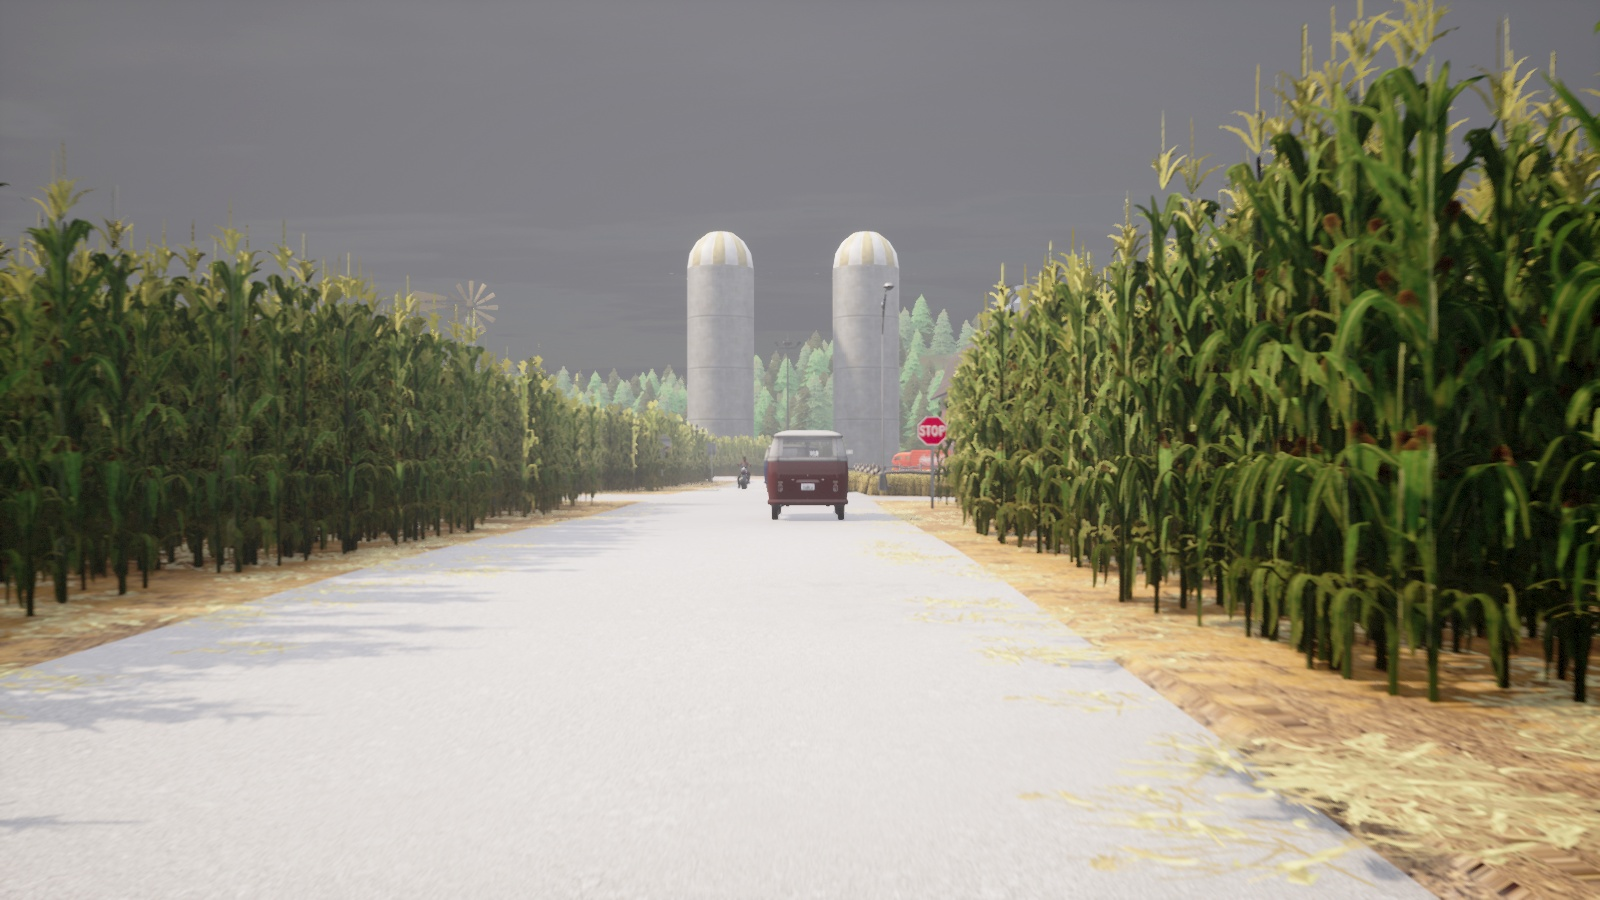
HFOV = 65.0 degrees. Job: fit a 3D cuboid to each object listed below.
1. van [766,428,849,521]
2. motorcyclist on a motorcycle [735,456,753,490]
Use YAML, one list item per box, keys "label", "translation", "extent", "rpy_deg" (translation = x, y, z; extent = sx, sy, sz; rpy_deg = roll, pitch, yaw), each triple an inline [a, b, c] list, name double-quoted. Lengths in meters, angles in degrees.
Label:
- label: "van"
  translation: [0.180, 0.559, 29.058]
  extent: [1.775, 1.987, 4.442]
  rpy_deg: [0, -1, 0]
- label: "motorcyclist on a motorcycle"
  translation: [-2.736, 1.114, 61.504]
  extent: [0.766, 1.649, 2.350]
  rpy_deg: [0, -1, 0]
